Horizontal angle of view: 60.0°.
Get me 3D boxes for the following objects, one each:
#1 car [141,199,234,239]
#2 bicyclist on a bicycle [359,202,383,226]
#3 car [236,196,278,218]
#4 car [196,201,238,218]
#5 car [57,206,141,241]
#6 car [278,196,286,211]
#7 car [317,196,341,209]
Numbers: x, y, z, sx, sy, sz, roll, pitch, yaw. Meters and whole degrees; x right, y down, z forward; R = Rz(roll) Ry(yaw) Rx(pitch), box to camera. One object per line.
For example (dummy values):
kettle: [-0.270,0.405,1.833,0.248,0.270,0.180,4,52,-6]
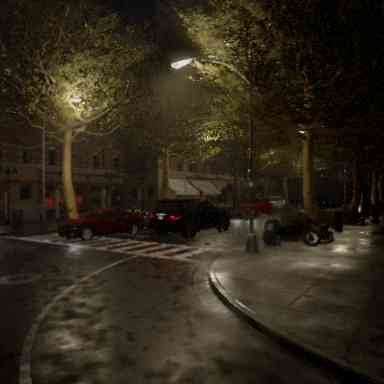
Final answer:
car: [0.007,1.408,18.872,2.150,2.045,5.566,-1,-1,36]
bicyclist on a bicycle: [12.003,1.466,22.306,1.656,1.620,0.582,-1,-1,35]
car: [6.624,1.533,34.699,2.150,2.045,5.566,-1,-1,35]
car: [2.751,1.816,35.314,2.231,1.521,4.892,-1,-1,35]
car: [-4.904,1.682,18.421,1.882,1.535,5.008,-1,-1,39]
car: [11.413,1.637,46.790,2.435,2.045,5.566,-1,-1,35]
car: [19.019,1.590,46.191,2.150,2.045,5.566,-1,-1,36]
